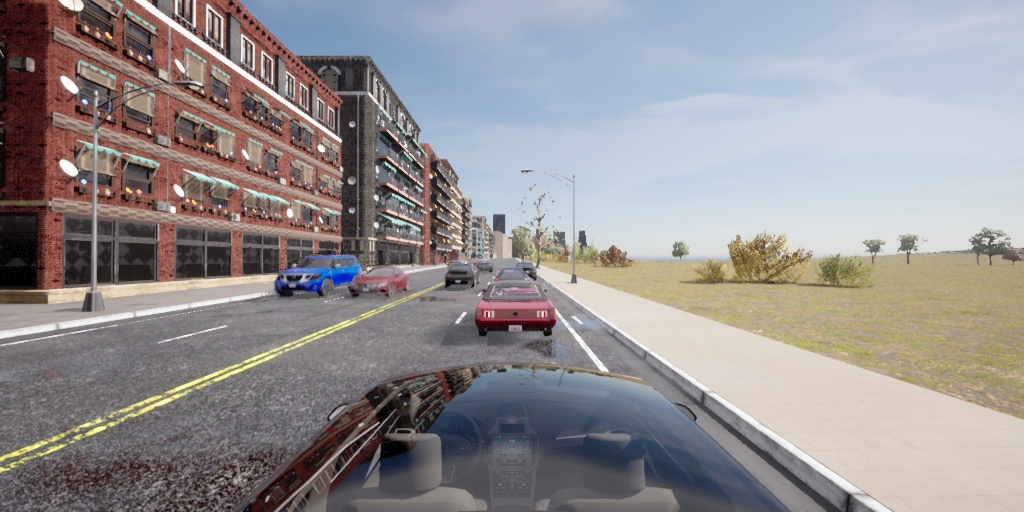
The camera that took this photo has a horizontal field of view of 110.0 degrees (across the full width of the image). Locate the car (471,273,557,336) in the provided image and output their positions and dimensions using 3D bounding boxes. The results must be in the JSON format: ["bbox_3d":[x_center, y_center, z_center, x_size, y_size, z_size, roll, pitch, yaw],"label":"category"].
[{"bbox_3d":[0.079,1.352,10.335,1.895,1.301,4.718,0,0,0],"label":"car"}]

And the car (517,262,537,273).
[{"bbox_3d":[1.064,1.257,30.359,1.837,1.490,4.892,0,0,0],"label":"car"}]

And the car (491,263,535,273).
[{"bbox_3d":[0.044,1.315,20.365,1.994,1.385,4.181,0,0,0],"label":"car"}]

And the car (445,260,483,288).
[{"bbox_3d":[-3.207,1.256,23.705,1.837,1.490,4.892,0,0,0],"label":"car"}]

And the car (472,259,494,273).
[{"bbox_3d":[-3.257,1.240,43.691,2.128,1.511,4.902,0,0,0],"label":"car"}]

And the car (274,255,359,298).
[{"bbox_3d":[-9.893,0.973,18.903,2.150,2.045,5.566,0,0,0],"label":"car"}]

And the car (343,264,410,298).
[{"bbox_3d":[-6.643,1.277,18.596,1.812,1.442,4.674,0,0,0],"label":"car"}]
